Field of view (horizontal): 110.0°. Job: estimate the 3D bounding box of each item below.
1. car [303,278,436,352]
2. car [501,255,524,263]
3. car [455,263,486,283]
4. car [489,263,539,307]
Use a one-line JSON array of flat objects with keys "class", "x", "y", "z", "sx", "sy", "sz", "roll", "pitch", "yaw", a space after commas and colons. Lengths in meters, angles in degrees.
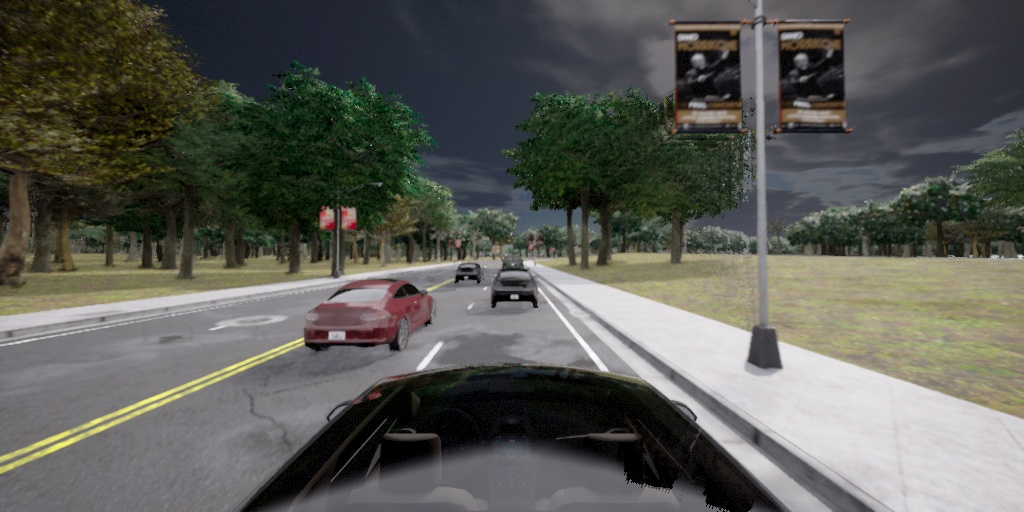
[{"class": "car", "x": -3.166, "y": 1.270, "z": 8.772, "sx": 1.812, "sy": 1.442, "sz": 4.674, "roll": 0, "pitch": 0, "yaw": 0}, {"class": "car", "x": 0.087, "y": 0.942, "z": 36.844, "sx": 2.150, "sy": 2.045, "sz": 5.566, "roll": 0, "pitch": 0, "yaw": 0}, {"class": "car", "x": -3.159, "y": 1.234, "z": 27.161, "sx": 1.837, "sy": 1.490, "sz": 4.892, "roll": 0, "pitch": 0, "yaw": 0}, {"class": "car", "x": 0.095, "y": 1.244, "z": 15.474, "sx": 1.837, "sy": 1.490, "sz": 4.892, "roll": 0, "pitch": 0, "yaw": 0}]
